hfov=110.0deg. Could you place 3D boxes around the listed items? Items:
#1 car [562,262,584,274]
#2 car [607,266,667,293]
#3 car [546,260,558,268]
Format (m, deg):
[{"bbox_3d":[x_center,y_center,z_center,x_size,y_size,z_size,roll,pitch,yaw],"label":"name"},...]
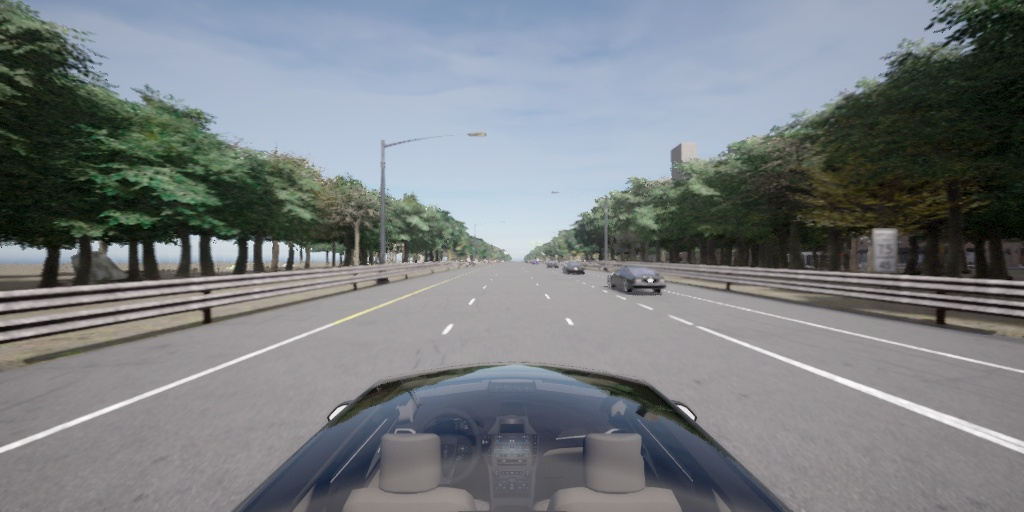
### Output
[{"bbox_3d":[7.022,1.351,41.381,1.994,1.385,4.181,0,0,1],"label":"car"},{"bbox_3d":[7.018,1.297,20.690,2.033,1.411,5.357,0,0,0],"label":"car"},{"bbox_3d":[7.158,1.494,64.121,2.033,1.411,5.357,0,-1,0],"label":"car"}]
